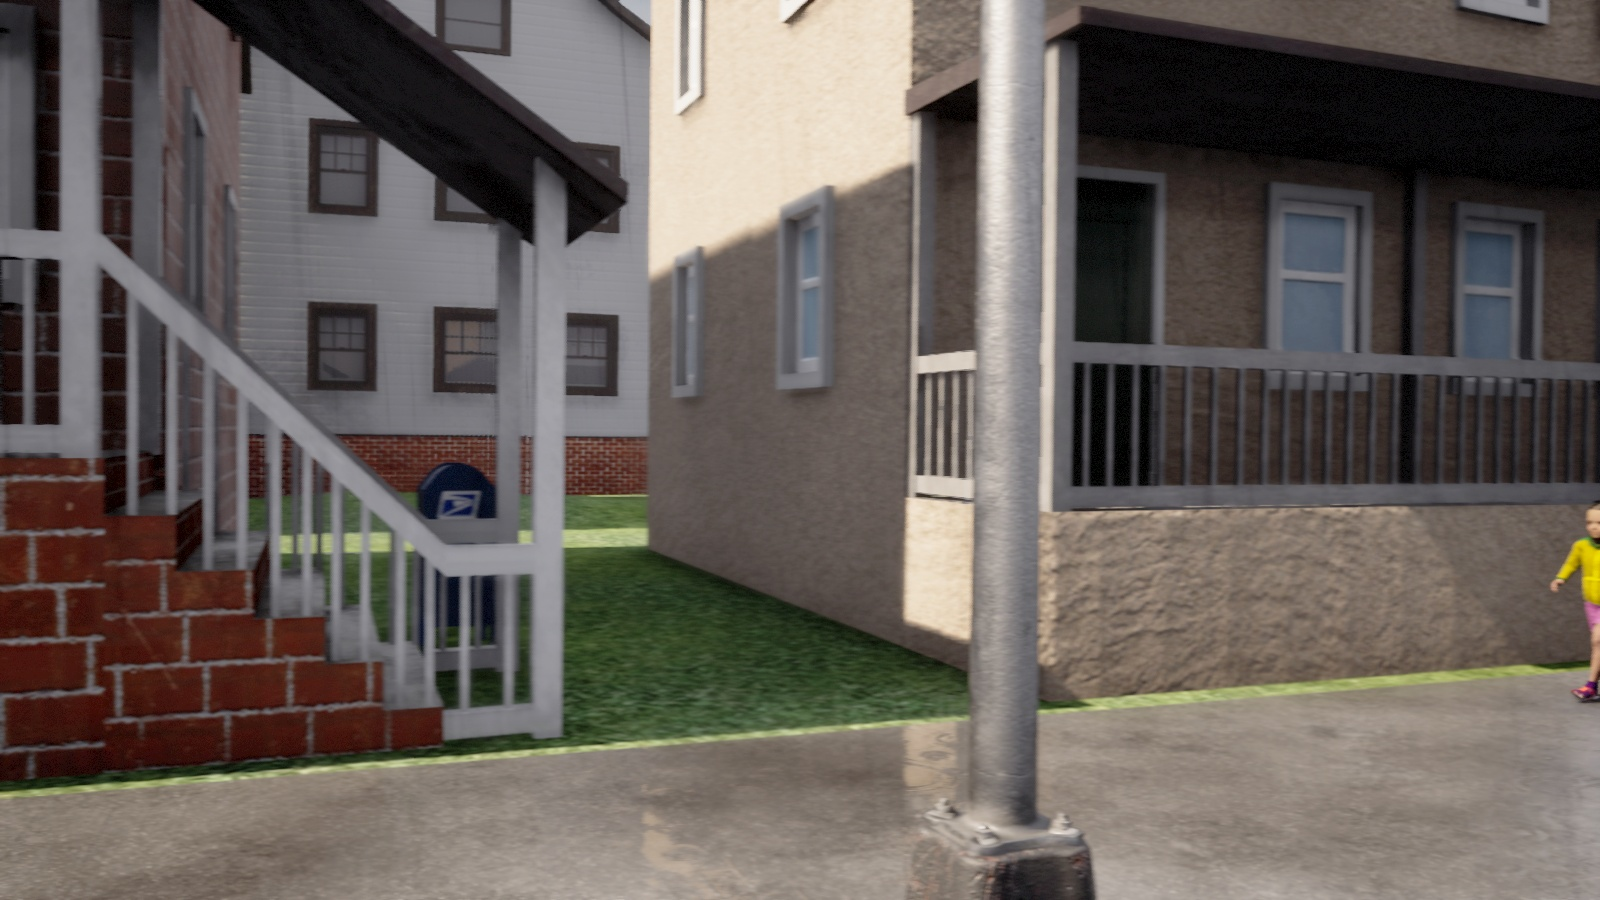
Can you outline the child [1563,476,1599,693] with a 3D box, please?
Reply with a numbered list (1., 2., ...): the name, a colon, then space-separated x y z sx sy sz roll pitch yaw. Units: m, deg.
1. child: 4.521 0.730 6.933 0.473 1.160 0.299 -1 1 -21
